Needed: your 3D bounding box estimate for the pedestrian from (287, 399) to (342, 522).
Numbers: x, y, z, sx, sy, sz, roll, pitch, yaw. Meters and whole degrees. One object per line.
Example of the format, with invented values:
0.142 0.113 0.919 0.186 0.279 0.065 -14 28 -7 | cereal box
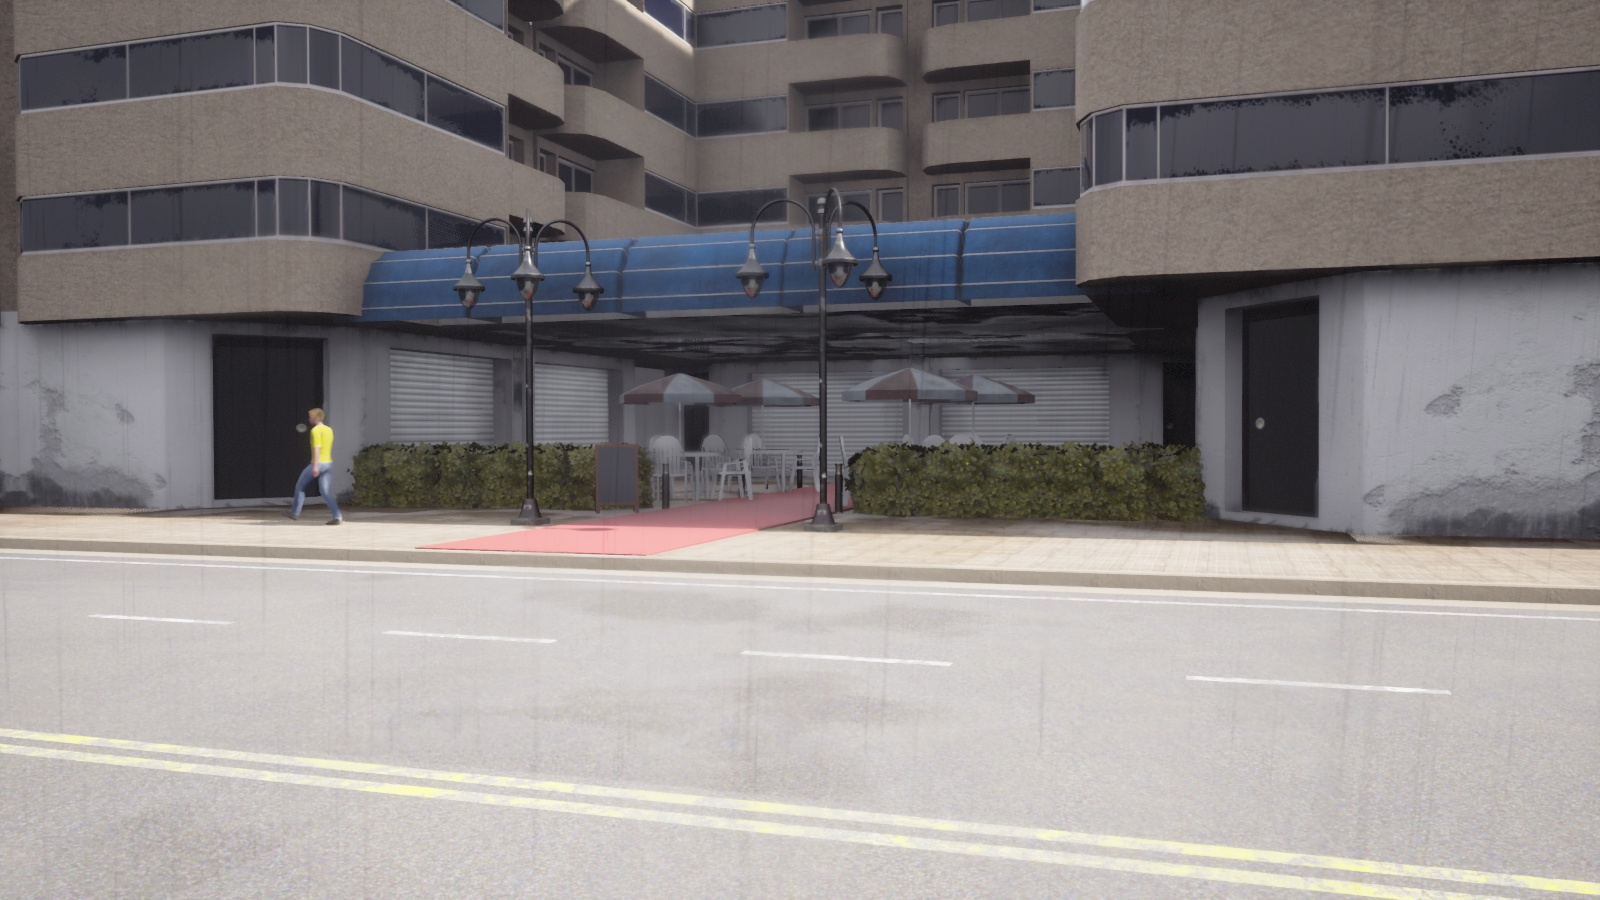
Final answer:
-7.360 0.150 19.045 0.706 1.836 0.354 0 1 15 | pedestrian
